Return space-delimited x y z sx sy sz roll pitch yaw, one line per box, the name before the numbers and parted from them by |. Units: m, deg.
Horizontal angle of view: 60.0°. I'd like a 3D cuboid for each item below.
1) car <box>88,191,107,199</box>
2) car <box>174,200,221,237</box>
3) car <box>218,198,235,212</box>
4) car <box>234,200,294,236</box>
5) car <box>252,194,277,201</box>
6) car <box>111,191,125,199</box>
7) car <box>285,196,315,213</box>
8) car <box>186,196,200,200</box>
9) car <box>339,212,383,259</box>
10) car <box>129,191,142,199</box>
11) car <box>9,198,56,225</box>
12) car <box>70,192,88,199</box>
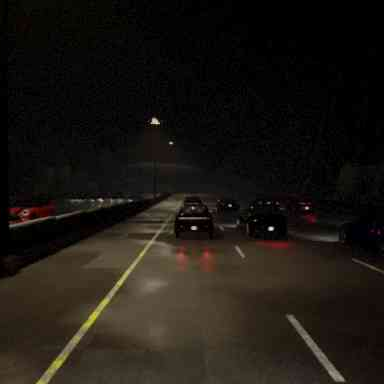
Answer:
car | -17.528 0.580 63.171 1.837 1.490 4.892 0 2 0
car | 0.096 1.378 17.238 2.128 1.511 4.902 0 1 0
car | 3.593 1.245 33.419 1.994 1.385 4.181 0 1 0
car | 3.596 1.388 17.545 1.837 1.490 4.892 0 1 0
car | 7.093 1.044 32.660 2.097 1.767 4.553 0 1 0
car | -14.034 0.566 63.178 1.837 1.490 4.892 0 2 1
car | 10.593 1.191 33.053 1.837 1.490 4.892 0 1 0
car | 0.093 1.191 33.069 1.837 1.490 4.892 0 1 0
car | 7.093 1.458 12.069 1.812 1.442 4.674 0 1 0
car | -10.540 0.595 62.562 1.812 1.442 4.674 0 2 1
car | -10.602 1.194 21.512 2.097 1.767 4.553 0 1 0
car | -21.016 0.618 62.465 2.033 1.411 5.357 0 2 0
